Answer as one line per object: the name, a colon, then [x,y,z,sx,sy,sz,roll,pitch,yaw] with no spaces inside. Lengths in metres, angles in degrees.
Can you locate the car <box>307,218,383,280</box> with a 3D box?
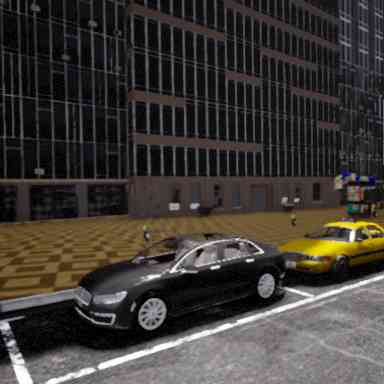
car: [4.441,1.477,9.744,4.829,1.417,1.752,0,-1,-35]

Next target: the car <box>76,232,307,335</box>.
car: [0.001,1.531,6.574,4.403,1.369,2.008,0,-1,-35]
